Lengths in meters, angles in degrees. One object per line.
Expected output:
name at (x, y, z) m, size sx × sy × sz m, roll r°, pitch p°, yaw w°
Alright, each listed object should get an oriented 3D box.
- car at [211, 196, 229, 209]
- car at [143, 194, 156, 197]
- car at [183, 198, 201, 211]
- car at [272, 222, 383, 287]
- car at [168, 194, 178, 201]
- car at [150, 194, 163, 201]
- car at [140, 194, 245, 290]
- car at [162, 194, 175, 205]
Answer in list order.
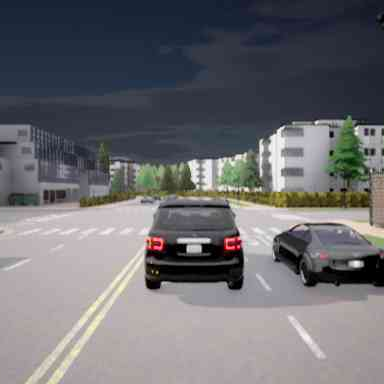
car at (3.436, 1.263, 41.805) m, size 1.882 × 1.535 × 5.008 m, roll 0°, pitch 0°, yaw -1°
car at (-7.367, 1.319, 54.975) m, size 1.895 × 1.301 × 4.718 m, roll 0°, pitch 0°, yaw 0°
car at (-0.033, 1.402, 38.667) m, size 1.895 × 1.301 × 4.718 m, roll 0°, pitch 0°, yaw -1°
car at (3.564, 1.516, 9.200) m, size 1.994 × 1.385 × 4.181 m, roll 0°, pitch 0°, yaw 0°
car at (-3.957, 1.137, 70.767) m, size 1.837 × 1.490 × 4.892 m, roll 0°, pitch 0°, yaw -1°
car at (-7.451, 1.180, 70.172) m, size 2.033 × 1.411 × 5.357 m, roll 0°, pitch 0°, yaw -1°
car at (0.061, 1.174, 9.100) m, size 2.150 × 2.045 × 5.566 m, roll 0°, pitch 0°, yaw 0°
car at (-3.874, 1.218, 55.548) m, size 1.837 × 1.490 × 4.892 m, roll 0°, pitch 1°, yaw 0°
